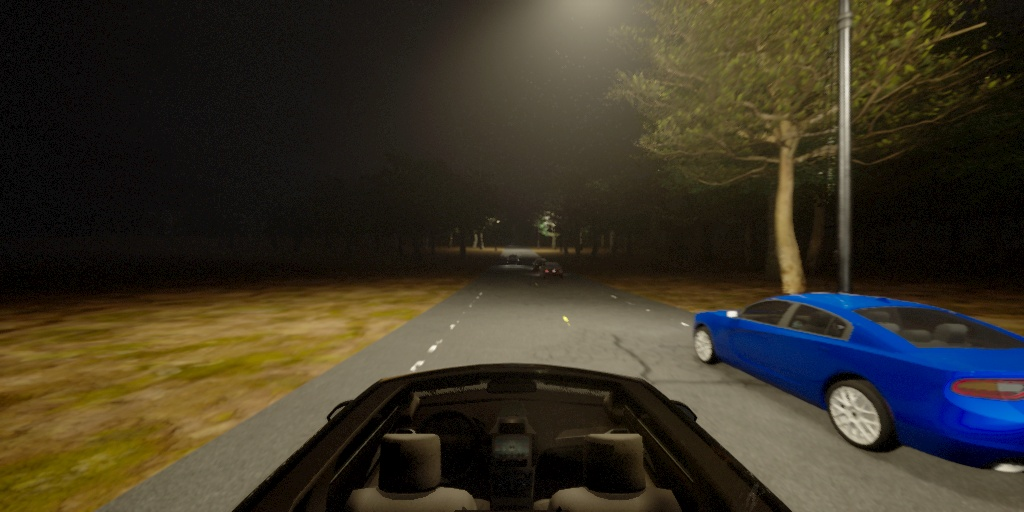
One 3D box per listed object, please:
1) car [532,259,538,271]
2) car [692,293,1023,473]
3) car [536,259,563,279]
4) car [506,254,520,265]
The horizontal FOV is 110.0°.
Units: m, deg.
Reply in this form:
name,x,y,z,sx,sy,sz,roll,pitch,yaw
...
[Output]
name,x,y,z,sx,sy,sz,roll,pitch,yaw
car,3.614,1.061,44.673,1.837,1.490,4.892,0,2,1
car,4.551,1.275,5.233,1.882,1.535,5.008,0,0,0
car,3.620,1.312,33.249,2.033,1.411,5.357,0,1,1
car,0.138,0.521,57.344,2.097,1.767,4.553,0,2,0
